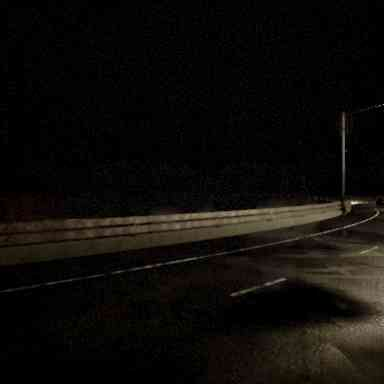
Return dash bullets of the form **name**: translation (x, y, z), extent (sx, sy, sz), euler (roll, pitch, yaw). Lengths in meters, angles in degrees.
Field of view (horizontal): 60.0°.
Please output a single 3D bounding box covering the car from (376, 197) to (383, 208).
- **car**: translation (28.470, 1.551, 49.103), extent (2.128, 1.511, 4.902), euler (0, 0, 23)
